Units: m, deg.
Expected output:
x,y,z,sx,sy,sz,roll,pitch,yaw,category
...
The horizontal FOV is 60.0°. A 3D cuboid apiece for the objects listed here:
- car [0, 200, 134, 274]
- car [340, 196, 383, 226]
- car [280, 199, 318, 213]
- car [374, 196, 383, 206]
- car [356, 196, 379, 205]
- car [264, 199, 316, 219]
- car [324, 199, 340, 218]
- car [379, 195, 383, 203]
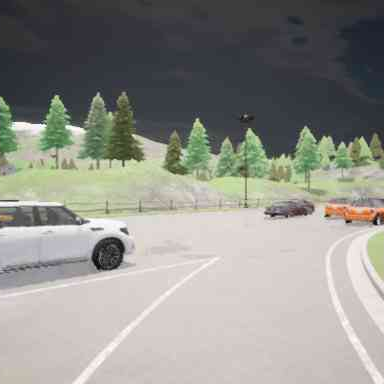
x,y,z,sx,sy,sz,roll,pitch,yaw,category
-4.342,1.224,9.043,5.566,2.045,2.150,0,0,-41,car
12.800,1.354,23.756,4.553,1.767,2.097,0,0,-42,car
11.982,1.529,37.086,4.674,1.442,1.812,0,0,-41,car
31.601,1.482,54.087,5.008,1.535,1.882,0,0,-41,car
30.603,1.483,57.987,5.008,1.535,1.882,0,0,-41,car
8.585,1.549,29.508,5.357,1.411,2.033,0,0,-41,car
13.578,1.354,29.206,4.553,1.767,2.097,0,0,-41,car
38.477,1.316,64.811,5.008,1.535,1.882,0,0,-41,car
